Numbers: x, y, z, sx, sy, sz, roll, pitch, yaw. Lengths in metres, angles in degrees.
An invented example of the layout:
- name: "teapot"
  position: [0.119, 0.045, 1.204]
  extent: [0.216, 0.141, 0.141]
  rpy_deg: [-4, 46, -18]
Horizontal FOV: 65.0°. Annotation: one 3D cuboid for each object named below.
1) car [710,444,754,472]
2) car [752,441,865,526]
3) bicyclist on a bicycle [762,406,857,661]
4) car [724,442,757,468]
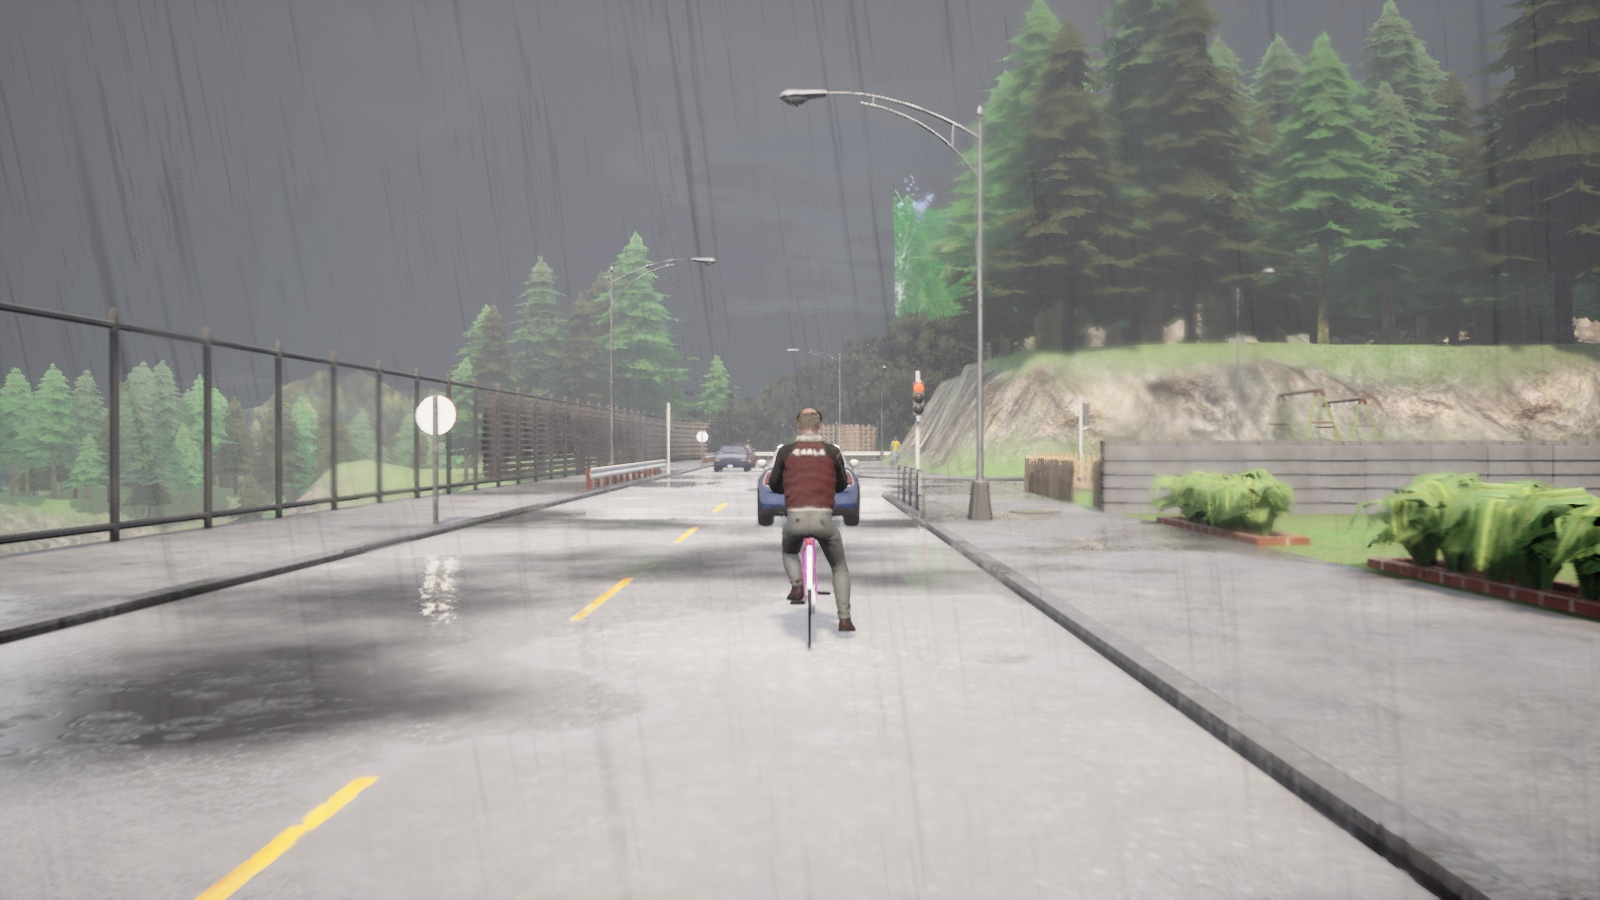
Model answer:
- name: "car"
  position: [-3.559, 0.414, 66.832]
  extent: [2.033, 1.411, 5.357]
  rpy_deg: [0, 0, 0]
- name: "car"
  position: [0.156, 0.578, 23.796]
  extent: [1.970, 1.475, 3.806]
  rpy_deg: [0, 0, 0]
- name: "bicyclist on a bicycle"
  position: [0.072, 0.562, 9.651]
  extent: [0.659, 1.776, 1.843]
  rpy_deg: [0, 1, 0]
- name: "car"
  position: [-3.540, 0.296, 75.694]
  extent: [1.789, 1.549, 3.705]
  rpy_deg: [0, 0, 0]
